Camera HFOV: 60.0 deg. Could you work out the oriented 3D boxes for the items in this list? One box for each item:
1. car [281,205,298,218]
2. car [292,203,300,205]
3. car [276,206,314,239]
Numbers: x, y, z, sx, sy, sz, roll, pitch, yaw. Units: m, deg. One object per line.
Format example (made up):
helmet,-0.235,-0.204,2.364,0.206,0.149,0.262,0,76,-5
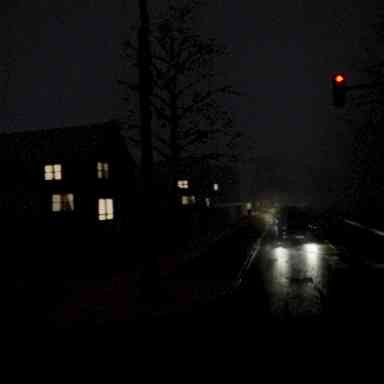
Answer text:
car,12.041,2.366,41.314,1.895,1.301,4.718,-3,-2,16
car,8.951,2.072,30.140,1.837,1.490,4.892,-3,-2,15
car,6.207,1.867,20.146,1.882,1.535,5.008,-3,-2,15
